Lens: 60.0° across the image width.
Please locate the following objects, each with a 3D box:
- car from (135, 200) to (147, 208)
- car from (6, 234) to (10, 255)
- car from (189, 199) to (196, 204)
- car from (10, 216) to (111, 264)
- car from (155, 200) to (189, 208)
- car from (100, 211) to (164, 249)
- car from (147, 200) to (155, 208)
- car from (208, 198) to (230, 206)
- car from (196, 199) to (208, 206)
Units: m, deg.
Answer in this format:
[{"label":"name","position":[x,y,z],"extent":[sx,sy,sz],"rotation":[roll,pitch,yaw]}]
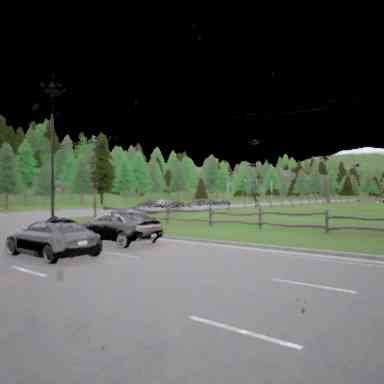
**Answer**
[{"label":"car","position":[-8.642,2.280,64.888],"extent":[2.033,1.411,5.357],"rotation":[-1,-1,39]},{"label":"car","position":[-7.820,1.642,10.133],"extent":[4.902,1.511,2.128],"rotation":[-1,-1,38]},{"label":"car","position":[0.972,2.297,76.866],"extent":[1.837,1.490,4.892],"rotation":[-1,-1,39]},{"label":"car","position":[-5.290,1.727,12.593],"extent":[4.181,1.385,1.994],"rotation":[-1,-1,38]},{"label":"car","position":[-3.587,2.202,60.090],"extent":[2.033,1.411,5.357],"rotation":[-1,-1,39]},{"label":"car","position":[-3.524,1.676,15.659],"extent":[4.902,1.511,2.128],"rotation":[-1,-1,38]},{"label":"car","position":[-5.722,2.223,62.985],"extent":[1.812,1.442,4.674],"rotation":[-1,-1,39]},{"label":"car","position":[6.248,2.076,72.259],"extent":[2.097,1.767,4.553],"rotation":[-1,-1,39]},{"label":"car","position":[3.907,2.285,74.931],"extent":[2.128,1.511,4.902],"rotation":[-1,-1,39]}]
